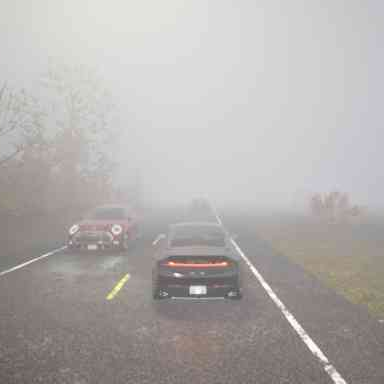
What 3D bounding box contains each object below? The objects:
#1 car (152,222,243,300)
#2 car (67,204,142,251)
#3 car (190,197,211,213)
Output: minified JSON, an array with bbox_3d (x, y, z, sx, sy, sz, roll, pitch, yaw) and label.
[{"bbox_3d":[0.137,1.507,8.369,1.837,1.490,4.892,0,0,1],"label":"car"},{"bbox_3d":[-3.483,1.357,13.983,2.097,1.767,4.553,0,0,1],"label":"car"},{"bbox_3d":[0.985,1.378,37.446,2.097,1.767,4.553,0,0,4],"label":"car"}]
